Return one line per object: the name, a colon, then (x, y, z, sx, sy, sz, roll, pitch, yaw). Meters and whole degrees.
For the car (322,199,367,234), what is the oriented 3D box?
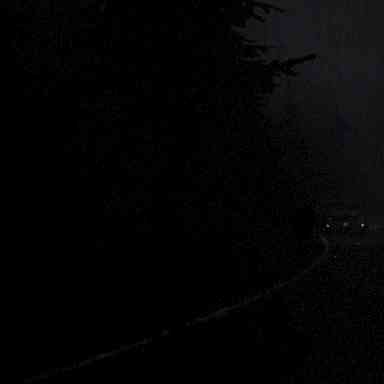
car: (9.681, 1.496, 21.392, 2.150, 2.045, 5.566, -4, -2, 22)
